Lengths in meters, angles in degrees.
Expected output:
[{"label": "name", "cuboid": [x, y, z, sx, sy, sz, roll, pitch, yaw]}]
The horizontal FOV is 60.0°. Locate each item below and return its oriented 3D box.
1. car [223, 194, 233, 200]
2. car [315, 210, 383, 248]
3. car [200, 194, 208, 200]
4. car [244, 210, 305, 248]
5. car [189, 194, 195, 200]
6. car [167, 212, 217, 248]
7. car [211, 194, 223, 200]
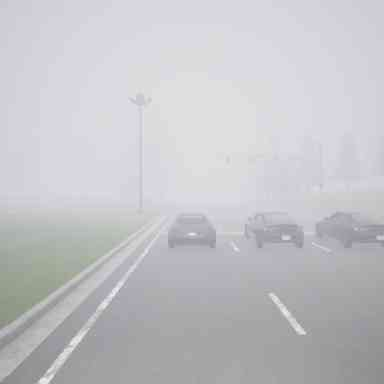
[{"label": "car", "cuboid": [10.500, 1.409, 93.472, 1.812, 1.442, 4.674, 0, 0, 0]}, {"label": "car", "cuboid": [7.000, 1.533, 14.650, 1.812, 1.442, 4.674, 0, 0, 0]}, {"label": "car", "cuboid": [3.500, 1.455, 93.888, 1.994, 1.385, 4.181, 0, 0, 0]}, {"label": "car", "cuboid": [3.500, 1.533, 14.650, 1.812, 1.442, 4.674, 0, 0, 0]}, {"label": "car", "cuboid": [0.000, 1.480, 93.502, 1.895, 1.301, 4.718, 0, 0, 0]}, {"label": "car", "cuboid": [0.000, 1.572, 14.650, 1.994, 1.385, 4.181, 0, 0, 0]}, {"label": "car", "cuboid": [7.000, 1.409, 93.472, 1.812, 1.442, 4.674, 0, 0, 0]}]
